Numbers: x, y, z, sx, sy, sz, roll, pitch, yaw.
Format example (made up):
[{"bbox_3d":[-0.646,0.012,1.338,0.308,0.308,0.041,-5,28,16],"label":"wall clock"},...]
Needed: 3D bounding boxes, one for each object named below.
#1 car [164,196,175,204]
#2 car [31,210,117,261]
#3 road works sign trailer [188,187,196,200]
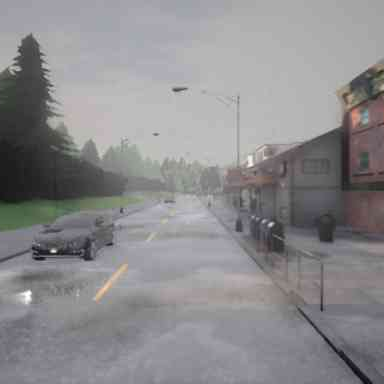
[{"bbox_3d":[-4.018,1.466,60.531,2.033,1.411,5.357,0,0,0],"label":"car"},{"bbox_3d":[-4.097,1.488,12.277,1.837,1.490,4.892,0,0,0],"label":"car"},{"bbox_3d":[-0.015,0.341,92.134,2.380,3.560,2.880,0,0,0],"label":"road works sign trailer"}]
